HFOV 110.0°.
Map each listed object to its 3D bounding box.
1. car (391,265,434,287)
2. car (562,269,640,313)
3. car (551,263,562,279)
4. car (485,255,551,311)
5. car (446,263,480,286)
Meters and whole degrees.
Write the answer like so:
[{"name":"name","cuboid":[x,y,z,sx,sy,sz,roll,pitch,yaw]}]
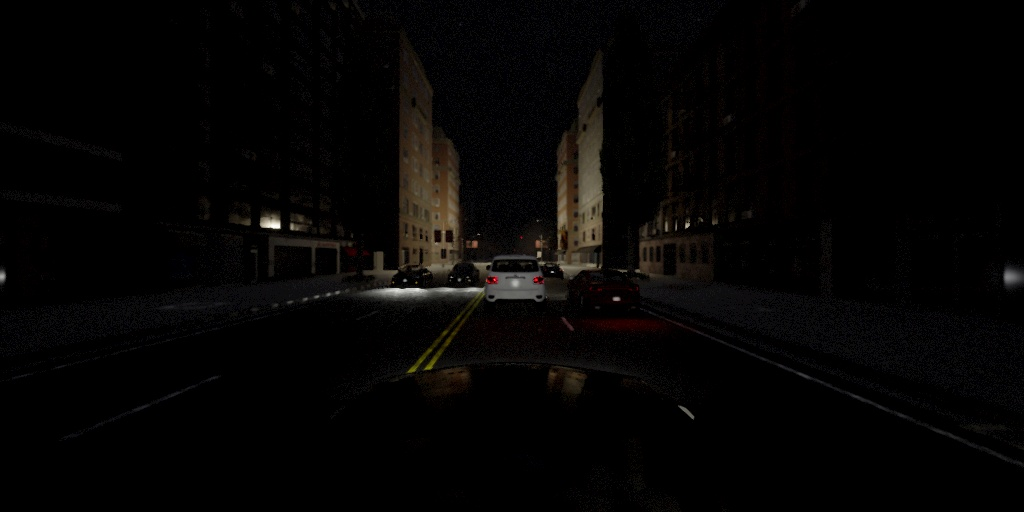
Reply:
[{"name":"car","cuboid":[-6.565,1.309,23.962,1.994,1.385,4.181,0,0,0]},{"name":"car","cuboid":[3.367,1.228,14.014,1.882,1.535,5.008,0,0,0]},{"name":"car","cuboid":[3.398,1.312,32.113,1.994,1.385,4.181,0,0,0]},{"name":"car","cuboid":[0.117,0.970,14.605,2.150,2.045,5.566,0,0,0]},{"name":"car","cuboid":[-3.314,1.251,24.990,1.837,1.490,4.892,0,0,0]}]
